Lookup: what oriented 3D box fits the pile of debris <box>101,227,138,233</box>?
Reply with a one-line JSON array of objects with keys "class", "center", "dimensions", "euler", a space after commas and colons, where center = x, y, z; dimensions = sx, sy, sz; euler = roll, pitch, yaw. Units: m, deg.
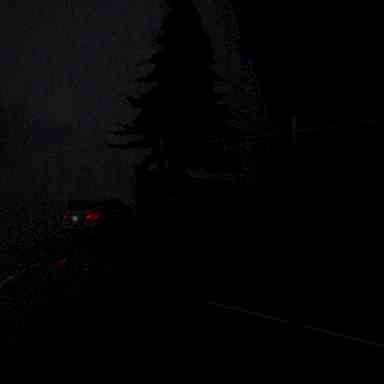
[{"class": "pile of debris", "center": [-4.419, 2.338, 20.492], "dimensions": [1.500, 0.140, 1.860], "euler": [0, 0, 16]}]

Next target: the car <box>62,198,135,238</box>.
[{"class": "car", "center": [-4.911, 1.372, 18.840], "dimensions": [2.150, 2.045, 5.566], "euler": [0, 0, 17]}]
